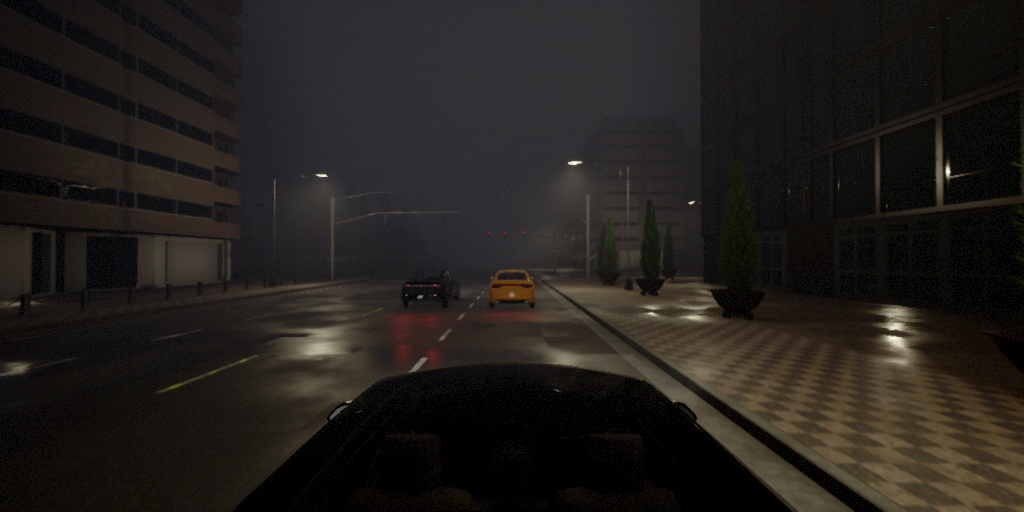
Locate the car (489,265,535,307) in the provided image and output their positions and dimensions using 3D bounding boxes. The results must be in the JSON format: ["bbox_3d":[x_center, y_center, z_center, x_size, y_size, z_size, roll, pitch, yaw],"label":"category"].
[{"bbox_3d":[0.003,1.364,16.328,1.882,1.535,5.008,0,0,0],"label":"car"}]

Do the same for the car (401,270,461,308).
[{"bbox_3d":[-3.499,1.377,16.135,2.128,1.511,4.902,0,0,0],"label":"car"}]
